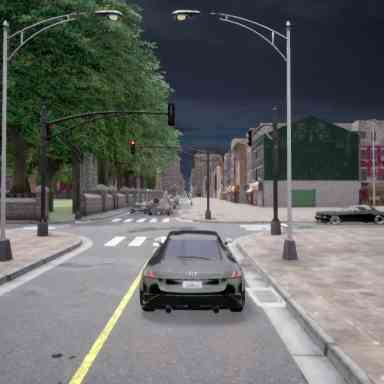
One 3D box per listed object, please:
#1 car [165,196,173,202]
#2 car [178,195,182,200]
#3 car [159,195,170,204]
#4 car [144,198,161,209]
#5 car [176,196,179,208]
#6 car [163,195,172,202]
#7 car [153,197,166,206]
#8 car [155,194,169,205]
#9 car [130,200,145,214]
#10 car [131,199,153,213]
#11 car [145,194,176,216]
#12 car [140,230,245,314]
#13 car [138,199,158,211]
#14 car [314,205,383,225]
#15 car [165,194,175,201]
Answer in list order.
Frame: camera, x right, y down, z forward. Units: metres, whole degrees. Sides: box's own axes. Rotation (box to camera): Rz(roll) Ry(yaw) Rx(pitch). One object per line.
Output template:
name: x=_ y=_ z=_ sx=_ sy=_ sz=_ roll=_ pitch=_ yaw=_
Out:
car: x=-6.007 y=1.726 z=86.462 sx=1.752 sy=1.417 sz=4.829 roll=1 pitch=0 yaw=-1
car: x=-3.184 y=1.582 z=57.117 sx=1.837 sy=1.490 sz=4.892 roll=0 pitch=0 yaw=0
car: x=-5.853 y=1.563 z=70.283 sx=1.967 sy=1.590 sz=4.097 roll=1 pitch=0 yaw=-1
car: x=-5.650 y=1.620 z=48.482 sx=1.947 sy=1.339 sz=4.313 roll=1 pitch=0 yaw=-1
car: x=-3.076 y=1.572 z=44.685 sx=1.812 sy=1.442 sz=4.674 roll=0 pitch=0 yaw=-1
car: x=-5.955 y=1.613 z=81.182 sx=1.967 sy=1.590 sz=4.097 roll=1 pitch=0 yaw=-1
car: x=-5.753 y=1.666 z=59.382 sx=1.802 sy=1.307 sz=4.206 roll=1 pitch=0 yaw=-1
car: x=-5.799 y=1.417 z=64.833 sx=2.192 sy=1.841 sz=5.009 roll=1 pitch=0 yaw=-1
car: x=-5.559 y=1.582 z=35.897 sx=2.008 sy=1.369 sz=4.403 roll=1 pitch=0 yaw=-1
car: x=-5.601 y=1.560 z=37.871 sx=1.752 sy=1.417 sz=4.829 roll=1 pitch=0 yaw=-1
car: x=-3.049 y=1.379 z=33.193 sx=2.097 sy=1.767 sz=4.553 roll=0 pitch=0 yaw=1
car: x=0.024 y=1.567 z=7.730 sx=1.994 sy=1.385 sz=4.181 roll=0 pitch=0 yaw=1
car: x=-5.598 y=1.594 z=43.032 sx=2.008 sy=1.369 sz=4.403 roll=1 pitch=0 yaw=-1
car: x=10.875 y=1.551 z=22.580 sx=4.718 sy=1.301 sz=1.895 roll=-1 pitch=-1 yaw=0
car: x=-6.056 y=1.548 z=92.084 sx=2.192 sy=1.841 sz=5.009 roll=1 pitch=0 yaw=-1
